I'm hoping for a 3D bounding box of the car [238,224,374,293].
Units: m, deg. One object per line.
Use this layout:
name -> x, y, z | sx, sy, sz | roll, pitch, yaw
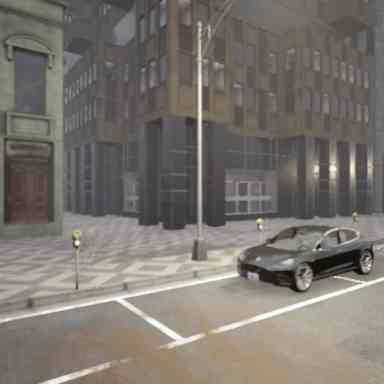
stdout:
car -> 3.183, 1.578, 8.925 | 4.313, 1.339, 1.947 | 0, 0, -36
